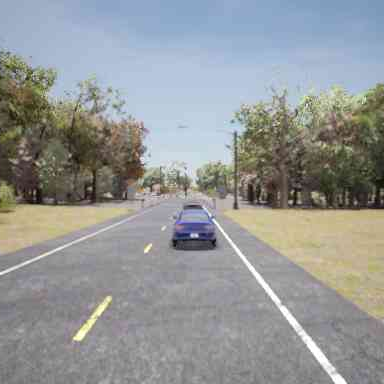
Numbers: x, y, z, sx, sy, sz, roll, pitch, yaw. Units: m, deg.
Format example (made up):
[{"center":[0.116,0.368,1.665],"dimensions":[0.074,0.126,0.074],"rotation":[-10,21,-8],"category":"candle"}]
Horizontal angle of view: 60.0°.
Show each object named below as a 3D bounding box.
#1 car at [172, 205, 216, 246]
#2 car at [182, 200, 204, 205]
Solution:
[{"center":[0.099,1.527,15.211],"dimensions":[1.812,1.442,4.674],"rotation":[0,0,0],"category":"car"},{"center":[0.090,1.508,32.359],"dimensions":[1.837,1.490,4.892],"rotation":[0,0,0],"category":"car"}]
